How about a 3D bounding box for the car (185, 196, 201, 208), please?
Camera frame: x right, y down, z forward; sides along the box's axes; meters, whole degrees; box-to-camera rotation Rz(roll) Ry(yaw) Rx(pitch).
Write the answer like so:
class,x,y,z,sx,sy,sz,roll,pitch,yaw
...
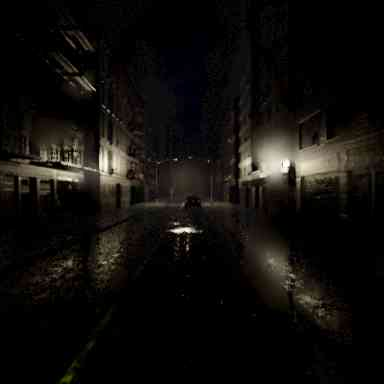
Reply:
class,x,y,z,sx,sy,sz,roll,pitch,yaw
car,0.116,1.262,45.192,2.097,1.767,4.553,0,0,0
